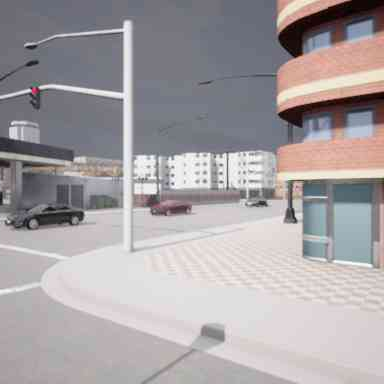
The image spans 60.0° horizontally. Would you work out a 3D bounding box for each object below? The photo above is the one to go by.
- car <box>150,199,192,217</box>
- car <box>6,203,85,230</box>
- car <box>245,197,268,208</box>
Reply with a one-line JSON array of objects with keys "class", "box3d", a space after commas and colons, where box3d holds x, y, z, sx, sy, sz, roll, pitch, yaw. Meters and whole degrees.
[{"class": "car", "box3d": [-1.939, 1.464, 31.843, 1.882, 1.535, 5.008, 0, 0, 35]}, {"class": "car", "box3d": [-9.211, 1.491, 21.241, 1.837, 1.490, 4.892, 0, 0, 34]}, {"class": "car", "box3d": [9.386, 1.478, 48.182, 2.128, 1.511, 4.902, 0, 0, 35]}]
